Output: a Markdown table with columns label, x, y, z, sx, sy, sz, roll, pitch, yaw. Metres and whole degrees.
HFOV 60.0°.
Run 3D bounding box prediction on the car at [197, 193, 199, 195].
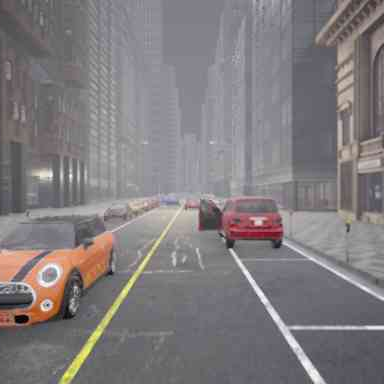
| label | x | y | z | sx | sy | sz | roll | pitch | yaw |
| --- | --- | --- | --- | --- | --- | --- | --- | --- | --- |
| car | 2.757 | 1.437 | 82.575 | 1.887 | 1.381 | 4.507 | 0 | 0 | 0 |

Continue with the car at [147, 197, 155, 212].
| label | x | y | z | sx | sy | sz | roll | pitch | yaw |
| --- | --- | --- | --- | --- | --- | --- | --- | --- | --- |
| car | -5.763 | 1.390 | 37.748 | 1.967 | 1.590 | 4.097 | 0 | 0 | 0 |

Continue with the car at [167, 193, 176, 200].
| label | x | y | z | sx | sy | sz | roll | pitch | yaw |
| --- | --- | --- | --- | --- | --- | --- | --- | --- | --- |
| car | -5.768 | 1.195 | 93.766 | 2.192 | 1.841 | 5.009 | 0 | 0 | 0 |

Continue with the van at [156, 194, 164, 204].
| label | x | y | z | sx | sy | sz | roll | pitch | yaw |
| --- | --- | --- | --- | --- | --- | --- | --- | --- | --- |
| van | -5.765 | 1.262 | 60.156 | 1.690 | 1.788 | 3.998 | 0 | 0 | 0 |

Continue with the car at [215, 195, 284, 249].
| label | x | y | z | sx | sy | sz | roll | pitch | yaw |
| --- | --- | --- | --- | --- | --- | --- | --- | --- | --- |
| car | 2.392 | 1.200 | 14.661 | 2.150 | 2.045 | 5.566 | 0 | 0 | 0 |

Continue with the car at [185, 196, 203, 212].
| label | x | y | z | sx | sy | sz | roll | pitch | yaw |
| --- | --- | --- | --- | --- | --- | --- | --- | --- | --- |
| car | 0.070 | 1.506 | 42.965 | 1.994 | 1.385 | 4.181 | 0 | 0 | 0 |

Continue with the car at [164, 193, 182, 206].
| label | x | y | z | sx | sy | sz | roll | pitch | yaw |
| --- | --- | --- | --- | --- | --- | --- | --- | --- | --- |
| car | -3.006 | 1.418 | 53.146 | 1.882 | 1.535 | 5.008 | 0 | 0 | 0 |

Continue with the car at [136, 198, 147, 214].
| label | x | y | z | sx | sy | sz | roll | pitch | yaw |
| --- | --- | --- | --- | --- | --- | --- | --- | --- | --- |
| car | -5.763 | 1.482 | 31.977 | 1.752 | 1.417 | 4.829 | 0 | 0 | 0 |

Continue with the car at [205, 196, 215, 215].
| label | x | y | z | sx | sy | sz | roll | pitch | yaw |
| --- | --- | --- | --- | --- | --- | --- | --- | --- | --- |
| car | 2.762 | 1.494 | 37.758 | 1.887 | 1.381 | 4.507 | 0 | 0 | 0 |

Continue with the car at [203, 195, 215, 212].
| label | x | y | z | sx | sy | sz | roll | pitch | yaw |
| --- | --- | --- | --- | --- | --- | --- | --- | --- | --- |
| car | 2.761 | 1.487 | 43.360 | 1.887 | 1.381 | 4.507 | 0 | 0 | 0 |

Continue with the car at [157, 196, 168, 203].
| label | x | y | z | sx | sy | sz | roll | pitch | yaw |
| --- | --- | --- | --- | --- | --- | --- | --- | --- | --- |
| car | -5.766 | 1.496 | 65.757 | 1.802 | 1.307 | 4.206 | 0 | 0 | 0 |

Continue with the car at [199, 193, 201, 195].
| label | x | y | z | sx | sy | sz | roll | pitch | yaw |
| --- | --- | --- | --- | --- | --- | --- | --- | --- | --- |
| car | 2.759 | 1.354 | 65.768 | 1.967 | 1.590 | 4.097 | 0 | 0 | 0 |

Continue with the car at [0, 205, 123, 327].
| label | x | y | z | sx | sy | sz | roll | pitch | yaw |
| --- | --- | --- | --- | --- | --- | --- | --- | --- | --- |
| car | -3.102 | 1.341 | 7.288 | 2.097 | 1.767 | 4.553 | 0 | 0 | 0 |

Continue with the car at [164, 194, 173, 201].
| label | x | y | z | sx | sy | sz | roll | pitch | yaw |
| --- | --- | --- | --- | --- | --- | --- | --- | --- | --- |
| car | -5.768 | 1.333 | 82.563 | 1.967 | 1.590 | 4.097 | 0 | 0 | 0 |

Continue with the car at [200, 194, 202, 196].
| label | x | y | z | sx | sy | sz | roll | pitch | yaw |
| --- | --- | --- | --- | --- | --- | --- | --- | --- | --- |
| car | 2.759 | 1.465 | 60.167 | 1.887 | 1.381 | 4.507 | 0 | 0 | 0 |

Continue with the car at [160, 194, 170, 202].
| label | x | y | z | sx | sy | sz | roll | pitch | yaw |
| --- | --- | --- | --- | --- | --- | --- | --- | --- | --- |
| car | -5.767 | 1.347 | 71.359 | 1.967 | 1.590 | 4.097 | 0 | 0 | 0 |

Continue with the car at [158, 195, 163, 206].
| label | x | y | z | sx | sy | sz | roll | pitch | yaw |
| --- | --- | --- | --- | --- | --- | --- | --- | --- | --- |
| car | -5.765 | 1.480 | 48.953 | 1.887 | 1.381 | 4.507 | 0 | 0 | 0 |

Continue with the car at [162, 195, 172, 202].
| label | x | y | z | sx | sy | sz | roll | pitch | yaw |
| --- | --- | --- | --- | --- | --- | --- | --- | --- | --- |
| car | -5.768 | 1.466 | 76.961 | 1.947 | 1.339 | 4.313 | 0 | 0 | 0 |

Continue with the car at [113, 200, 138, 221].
| label | x | y | z | sx | sy | sz | roll | pitch | yaw |
| --- | --- | --- | --- | --- | --- | --- | --- | --- | --- |
| car | -5.763 | 1.546 | 26.545 | 1.802 | 1.307 | 4.206 | 0 | 0 | 0 |

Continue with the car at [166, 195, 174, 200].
| label | x | y | z | sx | sy | sz | roll | pitch | yaw |
| --- | --- | --- | --- | --- | --- | --- | --- | --- | --- |
| car | -5.769 | 1.452 | 88.164 | 1.947 | 1.339 | 4.313 | 0 | 0 | 0 |

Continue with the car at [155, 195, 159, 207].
| label | x | y | z | sx | sy | sz | roll | pitch | yaw |
| --- | --- | --- | --- | --- | --- | --- | --- | --- | --- |
| car | -5.764 | 1.487 | 43.350 | 1.887 | 1.381 | 4.507 | 0 | 0 | 0 |

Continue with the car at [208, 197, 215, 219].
| label | x | y | z | sx | sy | sz | roll | pitch | yaw |
| --- | --- | --- | --- | --- | --- | --- | --- | --- | --- |
| car | 2.762 | 1.481 | 32.325 | 1.752 | 1.417 | 4.829 | 0 | 0 | 0 |
